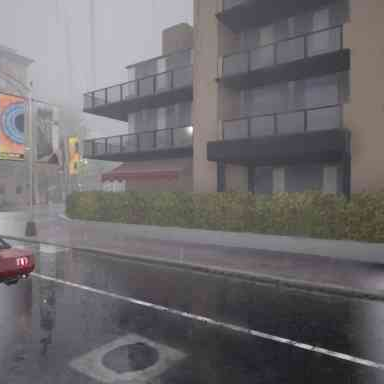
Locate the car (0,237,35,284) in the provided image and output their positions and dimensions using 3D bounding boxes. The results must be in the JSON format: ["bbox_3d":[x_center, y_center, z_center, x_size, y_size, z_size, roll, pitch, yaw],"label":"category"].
[{"bbox_3d":[-6.009,1.601,8.266,4.718,1.301,1.895,0,0,35],"label":"car"}]
